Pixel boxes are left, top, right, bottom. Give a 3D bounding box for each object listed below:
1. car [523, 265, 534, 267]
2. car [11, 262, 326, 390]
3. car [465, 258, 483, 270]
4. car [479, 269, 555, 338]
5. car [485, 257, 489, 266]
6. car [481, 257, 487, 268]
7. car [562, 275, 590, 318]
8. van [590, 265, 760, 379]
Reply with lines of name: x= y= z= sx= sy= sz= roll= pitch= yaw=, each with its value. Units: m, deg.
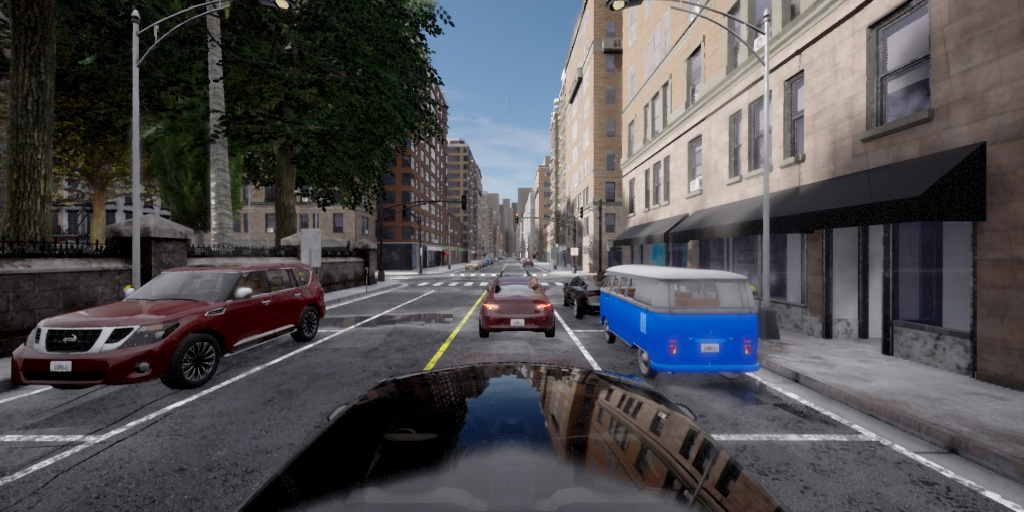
car: x=0.119 y=1.345 z=18.896 sx=1.895 sy=1.301 sz=4.718 roll=0 pitch=0 yaw=-1
car: x=-5.655 y=1.064 z=7.014 sx=2.192 sy=1.841 sz=5.009 roll=0 pitch=0 yaw=0
car: x=-5.545 y=1.247 z=50.533 sx=1.751 sy=1.417 sz=4.829 roll=0 pitch=0 yaw=0
car: x=0.126 y=1.274 z=10.074 sx=1.812 sy=1.442 sz=4.674 roll=0 pitch=0 yaw=0
car: x=-5.517 y=1.264 z=61.605 sx=1.888 sy=1.381 sz=4.507 roll=0 pitch=0 yaw=0
car: x=-5.530 y=1.271 z=56.153 sx=2.007 sy=1.370 sz=4.403 roll=0 pitch=0 yaw=0
car: x=2.884 y=1.313 z=12.693 sx=1.948 sy=1.339 sz=4.313 roll=0 pitch=0 yaw=0
van: x=2.870 y=1.090 z=7.033 sx=1.690 sy=1.789 sz=3.998 roll=0 pitch=0 yaw=0
